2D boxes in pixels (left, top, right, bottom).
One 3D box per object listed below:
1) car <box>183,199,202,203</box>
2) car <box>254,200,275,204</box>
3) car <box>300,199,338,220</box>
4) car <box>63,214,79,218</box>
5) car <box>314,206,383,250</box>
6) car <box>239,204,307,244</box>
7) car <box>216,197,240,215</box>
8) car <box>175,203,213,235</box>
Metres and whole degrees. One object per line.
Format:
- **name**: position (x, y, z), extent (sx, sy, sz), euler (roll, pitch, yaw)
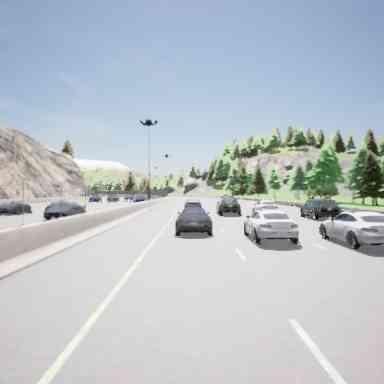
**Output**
- **car**: position (0.106, 1.488, 36.287), extent (2.128, 1.511, 4.902), euler (0, 0, 0)
- **car**: position (7.105, 1.522, 32.332), extent (1.812, 1.442, 4.674), euler (0, 0, 0)
- **car**: position (10.604, 1.349, 27.744), extent (2.097, 1.767, 4.553), euler (0, 0, 0)
- **car**: position (-10.595, 1.545, 28.091), extent (2.033, 1.411, 5.357), euler (0, 0, 0)
- **car**: position (7.102, 1.524, 14.216), extent (1.812, 1.442, 4.674), euler (0, 0, 0)
- **car**: position (3.602, 1.524, 15.619), extent (1.812, 1.442, 4.674), euler (0, 0, 0)
- **car**: position (3.604, 1.349, 33.335), extent (2.097, 1.767, 4.553), euler (0, 0, 0)
- **car**: position (0.103, 1.562, 18.764), extent (1.994, 1.385, 4.181), euler (0, 0, 0)
